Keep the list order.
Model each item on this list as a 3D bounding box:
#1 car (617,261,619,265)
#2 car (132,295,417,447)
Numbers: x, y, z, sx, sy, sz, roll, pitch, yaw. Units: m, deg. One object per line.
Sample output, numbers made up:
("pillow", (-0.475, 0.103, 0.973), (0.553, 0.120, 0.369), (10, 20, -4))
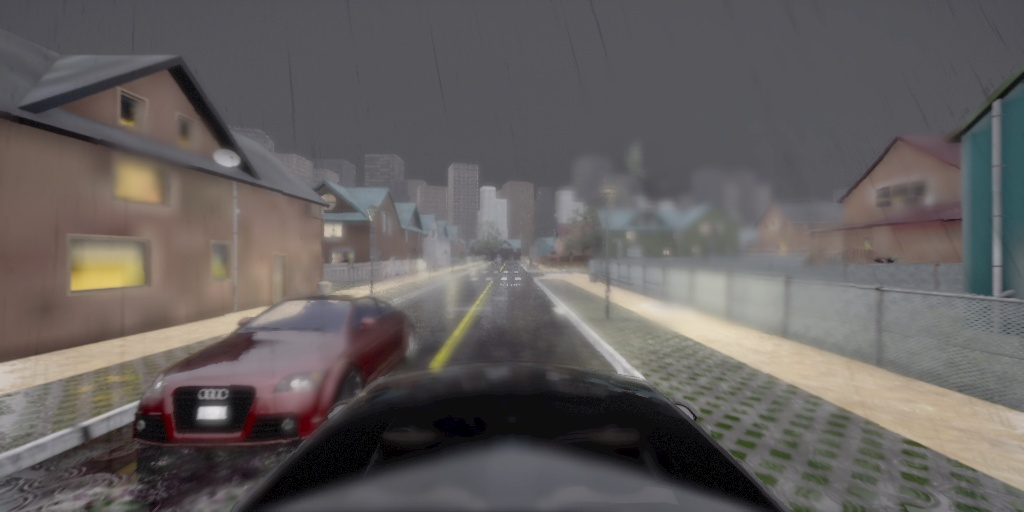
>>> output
("car", (11.507, 0.992, 34.094), (4.674, 1.442, 1.812), (-1, 0, 1))
("car", (-2.848, 1.312, 5.410), (1.994, 1.385, 4.181), (0, 0, 0))
